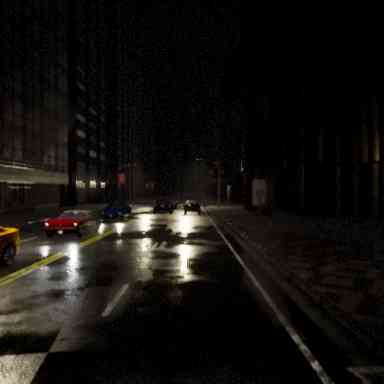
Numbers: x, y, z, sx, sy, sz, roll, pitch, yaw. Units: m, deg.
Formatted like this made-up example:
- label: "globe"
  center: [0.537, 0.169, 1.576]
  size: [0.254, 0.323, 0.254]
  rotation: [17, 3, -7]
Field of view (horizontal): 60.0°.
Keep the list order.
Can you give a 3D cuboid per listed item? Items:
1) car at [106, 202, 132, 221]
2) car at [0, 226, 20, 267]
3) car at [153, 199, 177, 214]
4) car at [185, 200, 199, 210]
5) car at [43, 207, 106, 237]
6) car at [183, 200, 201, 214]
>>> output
- label: "car"
  center: [-6.570, 1.659, 29.351]
  size: [1.882, 1.535, 5.008]
  rotation: [0, 0, 0]
- label: "car"
  center: [-6.584, 1.538, 8.886]
  size: [1.882, 1.535, 5.008]
  rotation: [0, 0, 0]
- label: "car"
  center: [-3.226, 1.585, 38.358]
  size: [2.097, 1.767, 4.553]
  rotation: [0, 0, 0]
- label: "car"
  center: [0.048, 1.859, 49.136]
  size: [1.994, 1.385, 4.181]
  rotation: [0, 0, 0]
- label: "car"
  center: [-6.583, 1.721, 18.887]
  size: [1.895, 1.301, 4.718]
  rotation: [0, 0, 0]
- label: "car"
  center: [0.024, 1.721, 38.003]
  size: [2.128, 1.511, 4.902]
  rotation: [0, 0, 0]
